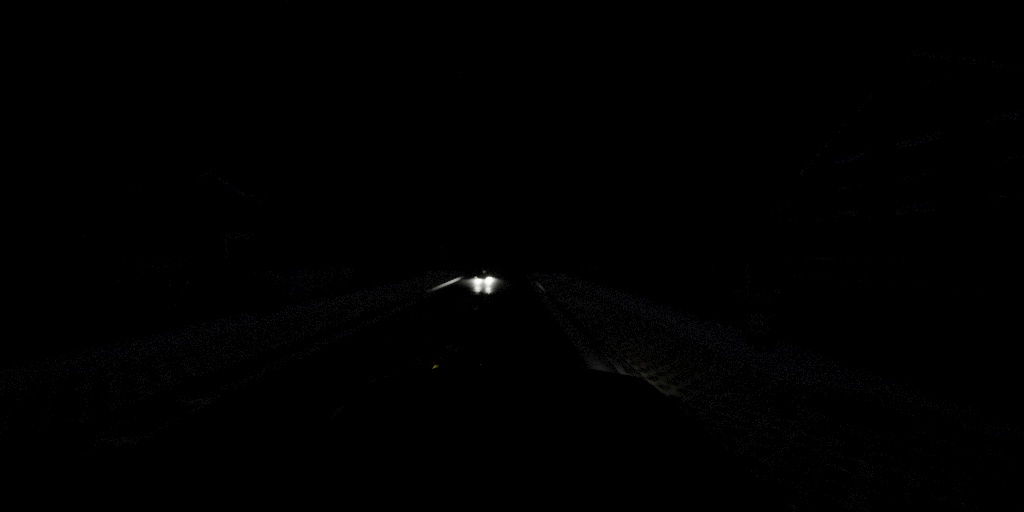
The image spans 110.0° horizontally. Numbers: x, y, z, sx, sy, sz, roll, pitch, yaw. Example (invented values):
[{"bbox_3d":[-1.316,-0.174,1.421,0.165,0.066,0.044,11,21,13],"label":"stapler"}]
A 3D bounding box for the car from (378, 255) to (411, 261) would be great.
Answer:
[{"bbox_3d":[-14.432,0.964,46.161,5.566,2.045,2.150,3,1,0],"label":"car"}]

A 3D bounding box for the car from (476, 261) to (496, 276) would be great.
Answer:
[{"bbox_3d":[-2.774,1.329,38.257,2.128,1.511,4.902,0,0,0],"label":"car"}]
